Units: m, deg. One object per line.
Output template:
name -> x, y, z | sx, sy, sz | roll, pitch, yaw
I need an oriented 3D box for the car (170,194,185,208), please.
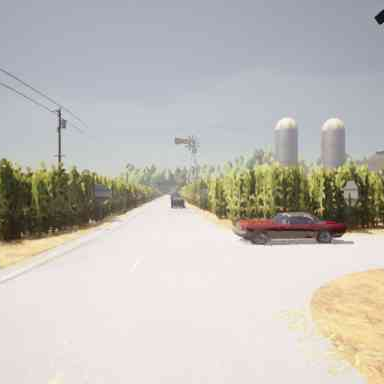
car -> -2.070, 1.471, 48.102 | 1.882, 1.535, 5.008 | 0, 0, -4

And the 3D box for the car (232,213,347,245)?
car -> 4.243, 1.599, 14.950 | 4.718, 1.301, 1.895 | 0, 0, -7
